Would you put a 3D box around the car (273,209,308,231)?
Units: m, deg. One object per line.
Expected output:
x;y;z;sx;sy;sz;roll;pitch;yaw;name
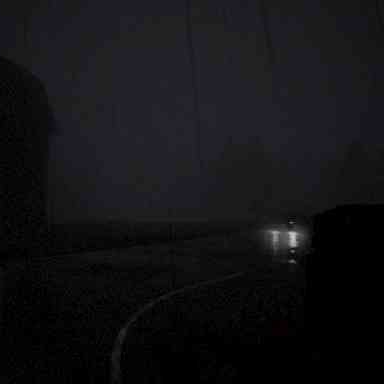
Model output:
8.819;2.530;29.314;1.837;1.490;4.892;-1;-3;34;car

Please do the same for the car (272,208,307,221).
14.421;3.255;49.259;4.553;1.767;2.097;0;-2;28;car
